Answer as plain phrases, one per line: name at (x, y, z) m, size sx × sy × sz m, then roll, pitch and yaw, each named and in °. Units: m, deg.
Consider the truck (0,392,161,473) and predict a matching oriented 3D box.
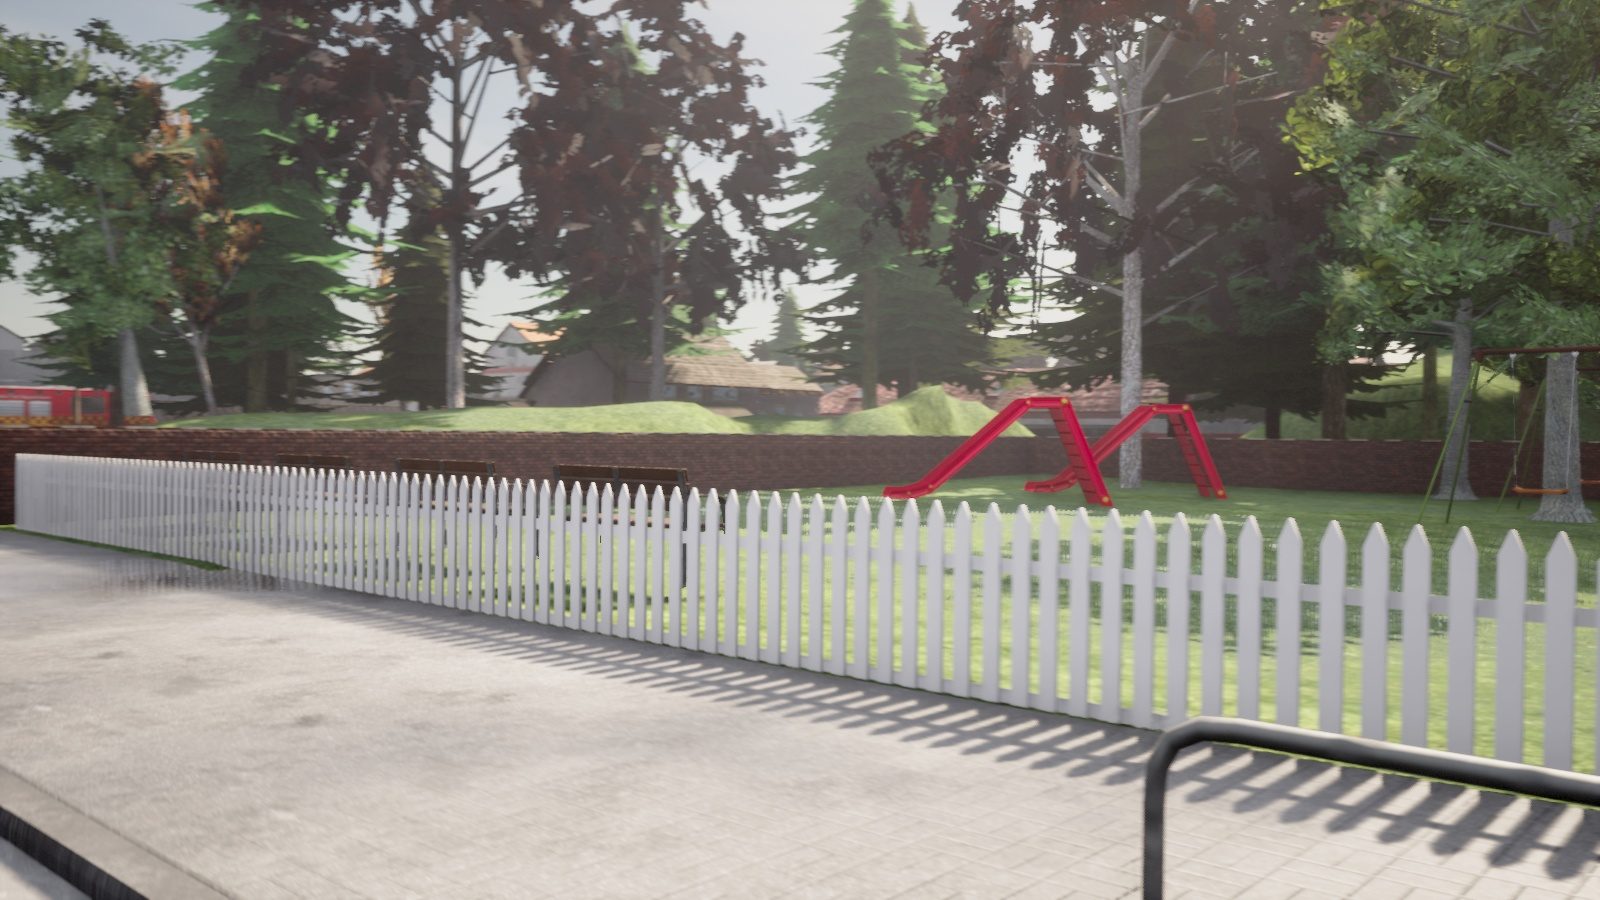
truck at (-36.873, -0.887, 62.517) m, size 2.891 × 3.827 × 8.468 m, roll 0°, pitch 1°, yaw 42°
